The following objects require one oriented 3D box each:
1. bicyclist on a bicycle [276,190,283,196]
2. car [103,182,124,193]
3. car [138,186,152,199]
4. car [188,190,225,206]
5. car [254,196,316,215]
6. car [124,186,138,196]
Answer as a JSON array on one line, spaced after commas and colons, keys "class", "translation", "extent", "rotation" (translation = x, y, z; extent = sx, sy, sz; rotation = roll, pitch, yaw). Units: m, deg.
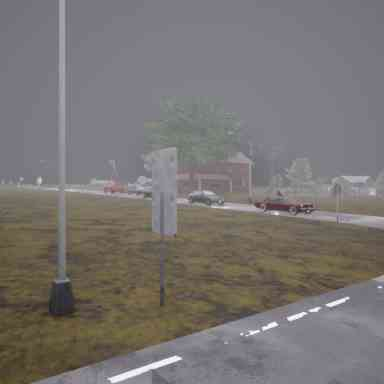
[{"class": "bicyclist on a bicycle", "translation": [8.843, 0.664, 33.741], "extent": [1.656, 1.620, 0.582], "rotation": [0, 2, -36]}, {"class": "car", "translation": [-14.168, -0.819, 60.379], "extent": [2.150, 2.045, 5.566], "rotation": [0, 2, -36]}, {"class": "car", "translation": [-4.516, 0.018, 42.084], "extent": [2.097, 1.767, 4.553], "rotation": [0, 2, -36]}, {"class": "car", "translation": [1.349, 0.554, 33.915], "extent": [1.812, 1.442, 4.674], "rotation": [0, 2, -36]}, {"class": "car", "translation": [7.152, 0.998, 25.837], "extent": [1.895, 1.301, 4.718], "rotation": [0, 2, -36]}, {"class": "car", "translation": [-8.466, -0.188, 52.541], "extent": [1.812, 1.442, 4.674], "rotation": [0, 2, -35]}]
